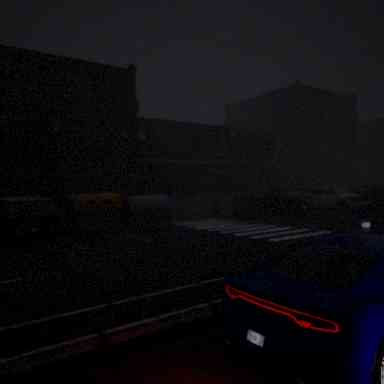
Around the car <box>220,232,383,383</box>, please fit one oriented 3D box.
[{"bbox_3d":[2.708,1.357,5.011,5.008,1.535,1.882,-2,1,-35],"label":"car"}]

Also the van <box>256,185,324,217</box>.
[{"bbox_3d":[6.578,0.679,23.492,1.878,1.987,4.442,-2,1,-35],"label":"van"}]

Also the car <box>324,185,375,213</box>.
[{"bbox_3d":[11.025,0.494,26.744,2.435,2.045,5.566,-2,1,-35],"label":"car"}]

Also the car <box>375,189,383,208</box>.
[{"bbox_3d":[13.265,0.712,28.368,2.002,1.452,4.674,-2,1,-35],"label":"car"}]

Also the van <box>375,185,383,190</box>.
[{"bbox_3d":[15.543,0.372,30.116,1.878,1.987,4.442,-2,1,-35],"label":"van"}]

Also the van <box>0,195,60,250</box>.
[{"bbox_3d":[-7.059,1.155,14.133,1.878,1.987,4.442,-2,1,-35],"label":"van"}]
